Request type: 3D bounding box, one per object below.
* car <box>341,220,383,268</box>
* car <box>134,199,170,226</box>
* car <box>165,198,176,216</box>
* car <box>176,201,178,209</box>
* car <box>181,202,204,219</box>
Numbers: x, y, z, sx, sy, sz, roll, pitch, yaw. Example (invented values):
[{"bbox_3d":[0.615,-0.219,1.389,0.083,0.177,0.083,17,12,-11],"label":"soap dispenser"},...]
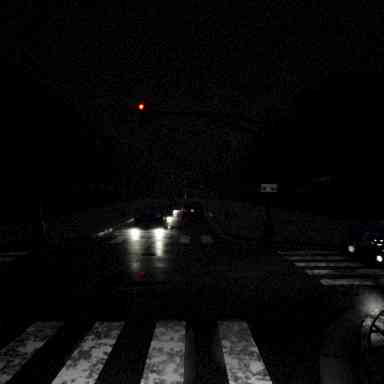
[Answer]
[{"bbox_3d":[7.137,1.196,9.135,5.566,2.045,2.150,0,0,0],"label":"car"},{"bbox_3d":[-2.893,1.491,23.939,1.882,1.535,5.008,0,0,0],"label":"car"},{"bbox_3d":[-2.905,1.498,33.408,1.882,1.535,5.008,0,0,0],"label":"car"},{"bbox_3d":[-2.906,1.532,43.491,1.837,1.490,4.892,0,0,0],"label":"car"},{"bbox_3d":[0.043,1.565,29.421,2.033,1.411,5.357,0,0,0],"label":"car"}]
